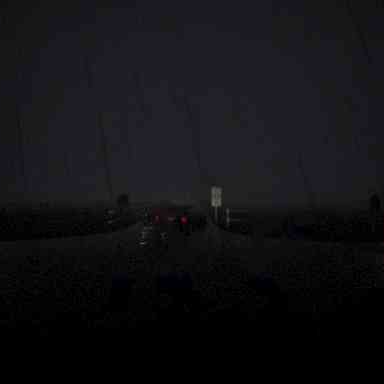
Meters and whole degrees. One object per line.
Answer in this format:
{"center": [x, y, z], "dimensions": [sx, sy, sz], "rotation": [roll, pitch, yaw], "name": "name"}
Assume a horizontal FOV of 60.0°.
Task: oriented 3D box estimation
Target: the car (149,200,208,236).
{"center": [-0.534, 1.599, 20.329], "dimensions": [2.097, 1.767, 4.553], "rotation": [-1, -1, 18], "name": "car"}

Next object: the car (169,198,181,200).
{"center": [-2.871, 2.006, 47.190], "dimensions": [1.882, 1.535, 5.008], "rotation": [0, -1, 0], "name": "car"}

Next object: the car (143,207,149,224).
{"center": [-2.901, 1.808, 27.960], "dimensions": [1.882, 1.535, 5.008], "rotation": [0, -1, 1], "name": "car"}
